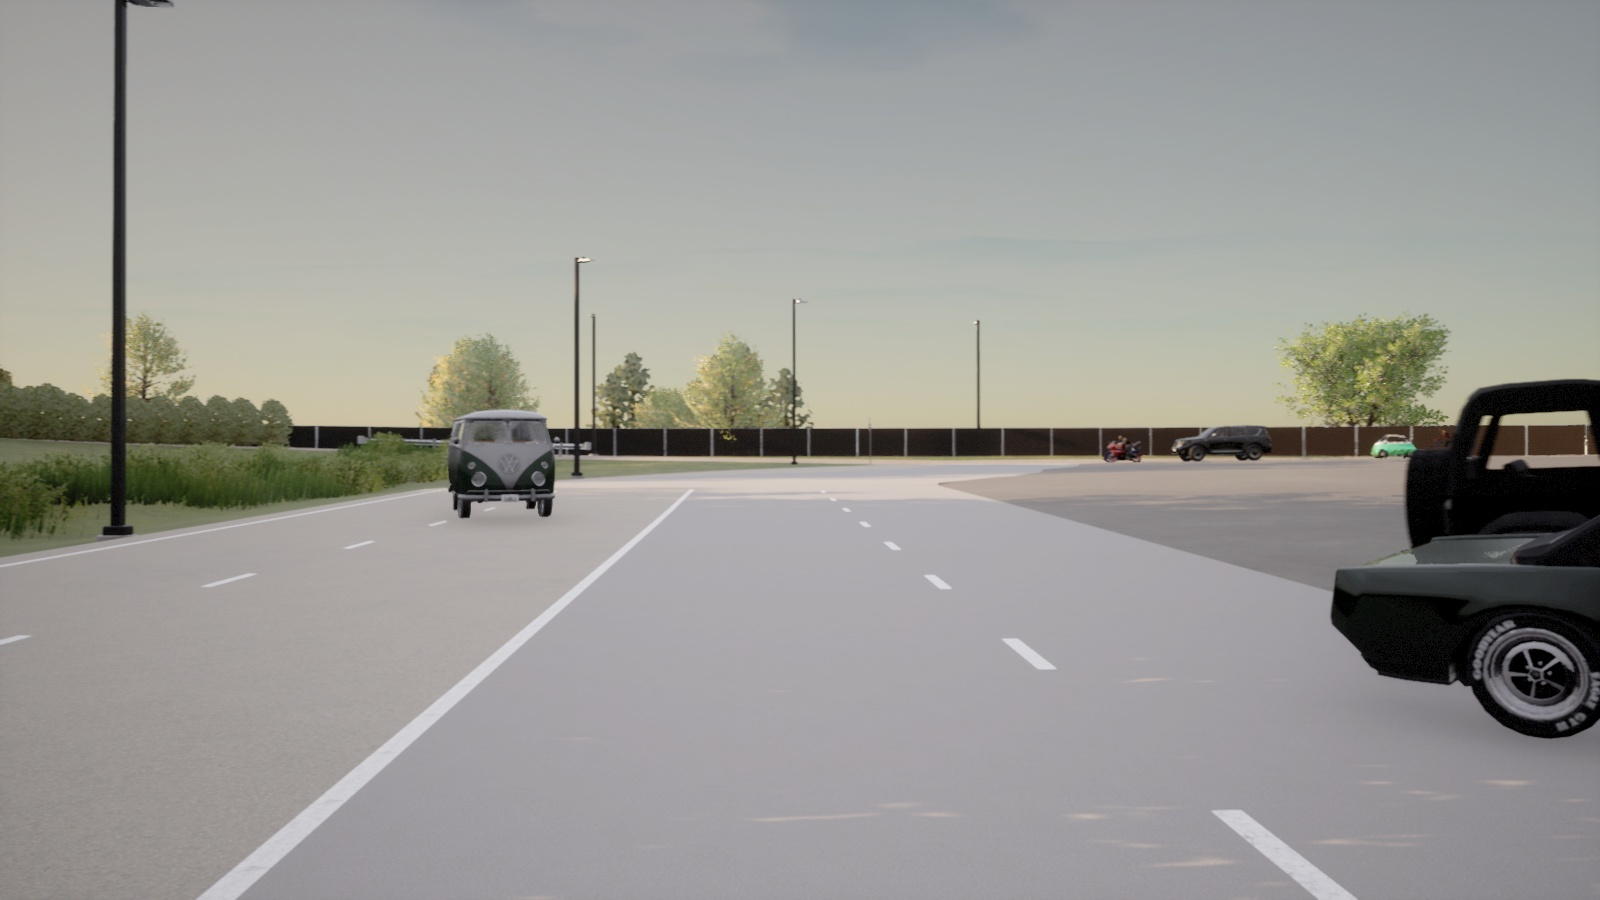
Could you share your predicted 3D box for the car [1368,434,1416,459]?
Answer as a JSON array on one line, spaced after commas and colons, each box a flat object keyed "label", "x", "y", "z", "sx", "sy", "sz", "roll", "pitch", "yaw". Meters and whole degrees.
[{"label": "car", "x": 33.884, "y": -0.175, "z": 71.909, "sx": 2.207, "sy": 1.376, "sz": 1.481, "roll": -1, "pitch": -1, "yaw": 13}]

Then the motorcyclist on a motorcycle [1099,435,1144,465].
[{"label": "motorcyclist on a motorcycle", "x": 17.448, "y": -0.013, "z": 68.204, "sx": 2.191, "sy": 1.530, "sz": 0.866, "roll": -1, "pitch": 2, "yaw": -14}]

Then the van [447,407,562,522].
[{"label": "van", "x": -5.770, "y": 0.228, "z": 24.141, "sx": 1.775, "sy": 1.987, "sz": 4.442, "roll": 0, "pitch": 1, "yaw": -18}]

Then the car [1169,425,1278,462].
[{"label": "car", "x": 24.484, "y": -0.379, "z": 72.797, "sx": 5.566, "sy": 2.045, "sz": 2.150, "roll": -1, "pitch": -1, "yaw": -1}]

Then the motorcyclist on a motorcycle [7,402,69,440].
[{"label": "motorcyclist on a motorcycle", "x": -35.146, "y": -1.328, "z": 57.942, "sx": 0.766, "sy": 1.649, "sz": 2.350, "roll": 0, "pitch": -2, "yaw": 26}]

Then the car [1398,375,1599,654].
[{"label": "car", "x": 6.532, "y": 0.377, "z": 8.831, "sx": 3.866, "sy": 1.878, "sz": 1.905, "roll": -3, "pitch": 0, "yaw": 35}]

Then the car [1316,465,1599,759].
[{"label": "car", "x": 5.214, "y": 0.768, "z": 5.953, "sx": 4.718, "sy": 1.301, "sz": 1.895, "roll": -1, "pitch": 2, "yaw": 43}]
